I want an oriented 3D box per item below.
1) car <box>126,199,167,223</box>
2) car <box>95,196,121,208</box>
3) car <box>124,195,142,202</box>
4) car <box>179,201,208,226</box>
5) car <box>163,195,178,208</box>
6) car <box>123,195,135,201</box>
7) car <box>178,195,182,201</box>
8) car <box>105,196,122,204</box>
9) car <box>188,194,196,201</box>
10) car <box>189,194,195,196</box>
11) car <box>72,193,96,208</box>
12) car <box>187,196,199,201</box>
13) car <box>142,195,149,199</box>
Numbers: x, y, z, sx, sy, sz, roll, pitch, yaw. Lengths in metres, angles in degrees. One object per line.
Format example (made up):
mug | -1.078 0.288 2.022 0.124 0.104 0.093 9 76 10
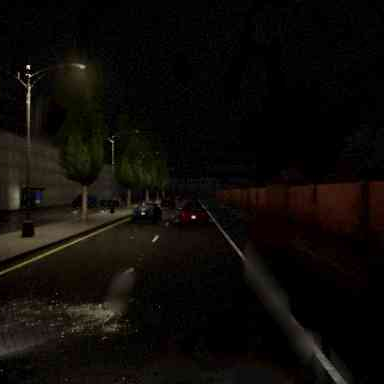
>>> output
car | -3.394 1.537 25.611 2.033 1.411 5.357 0 0 0
car | -11.568 1.474 47.015 2.128 1.511 4.902 0 0 0
car | -11.498 1.478 64.015 1.837 1.490 4.892 0 0 0
car | 0.105 1.555 23.145 1.994 1.385 4.181 0 0 0
car | -3.389 1.459 47.656 1.882 1.535 5.008 0 0 0
car | -14.982 1.469 79.227 1.895 1.301 4.718 0 0 0
car | -3.482 1.468 79.931 1.837 1.490 4.892 0 0 0
car | -14.996 1.522 63.884 2.033 1.411 5.357 0 0 0
car | 0.020 1.399 86.046 1.837 1.490 4.892 0 0 0
car | 0.017 1.522 76.223 1.994 1.385 4.181 0 0 0
car | -15.063 1.206 47.071 2.150 2.045 5.566 0 0 0
car | 0.109 1.531 40.542 2.033 1.411 5.357 0 0 0
car | -11.482 1.416 79.555 1.994 1.385 4.181 0 0 0
